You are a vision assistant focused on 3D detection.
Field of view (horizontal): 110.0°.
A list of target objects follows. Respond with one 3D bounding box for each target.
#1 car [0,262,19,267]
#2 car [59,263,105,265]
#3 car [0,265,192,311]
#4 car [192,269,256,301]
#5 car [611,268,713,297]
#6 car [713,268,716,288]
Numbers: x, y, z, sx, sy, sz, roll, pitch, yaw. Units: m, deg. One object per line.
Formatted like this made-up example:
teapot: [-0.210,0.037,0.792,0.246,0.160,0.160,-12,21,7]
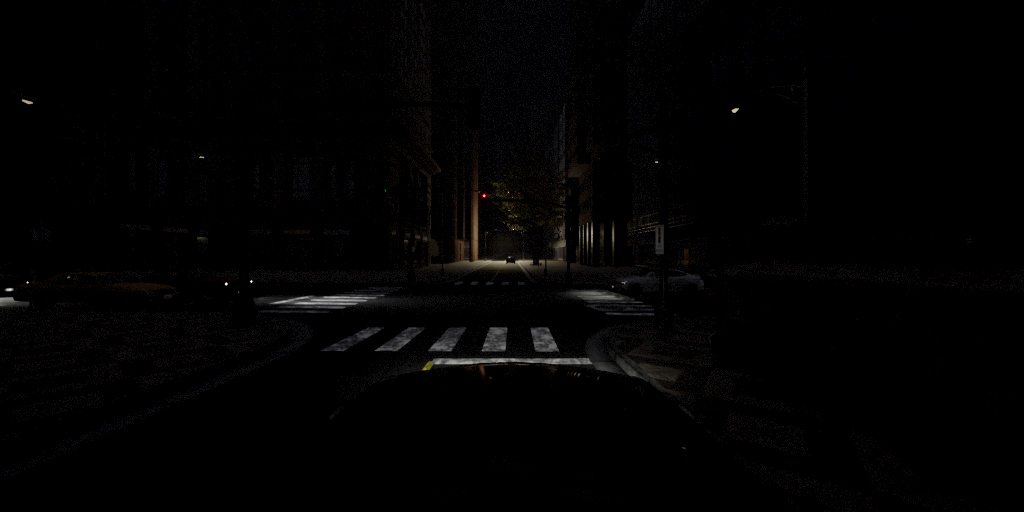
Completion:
car: [-24.771,1.066,15.770,5.357,1.411,2.033,1,0,-1]
car: [-26.375,1.065,21.643,4.313,1.339,1.948,0,0,0]
car: [-14.975,1.146,13.089,4.829,1.417,1.751,0,0,0]
car: [-14.115,1.232,15.748,4.718,1.301,1.895,1,0,0]
car: [7.547,1.327,18.698,4.674,1.442,1.812,0,0,-4]
car: [11.860,1.381,21.550,4.403,1.370,2.007,0,0,0]
